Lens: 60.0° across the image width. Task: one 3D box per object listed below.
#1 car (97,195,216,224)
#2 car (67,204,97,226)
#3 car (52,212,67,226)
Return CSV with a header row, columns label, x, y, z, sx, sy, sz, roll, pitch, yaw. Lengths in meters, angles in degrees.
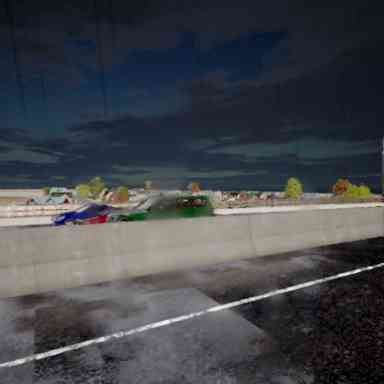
label,x,y,z,sx,sy,sz,roll,pitch,yaw
car,-1.344,1.184,15.899,5.566,2.045,2.150,0,0,-35
car,-4.247,1.530,18.129,4.181,1.385,1.994,0,0,-35
car,-6.322,1.491,20.950,4.674,1.442,1.812,0,0,-35
